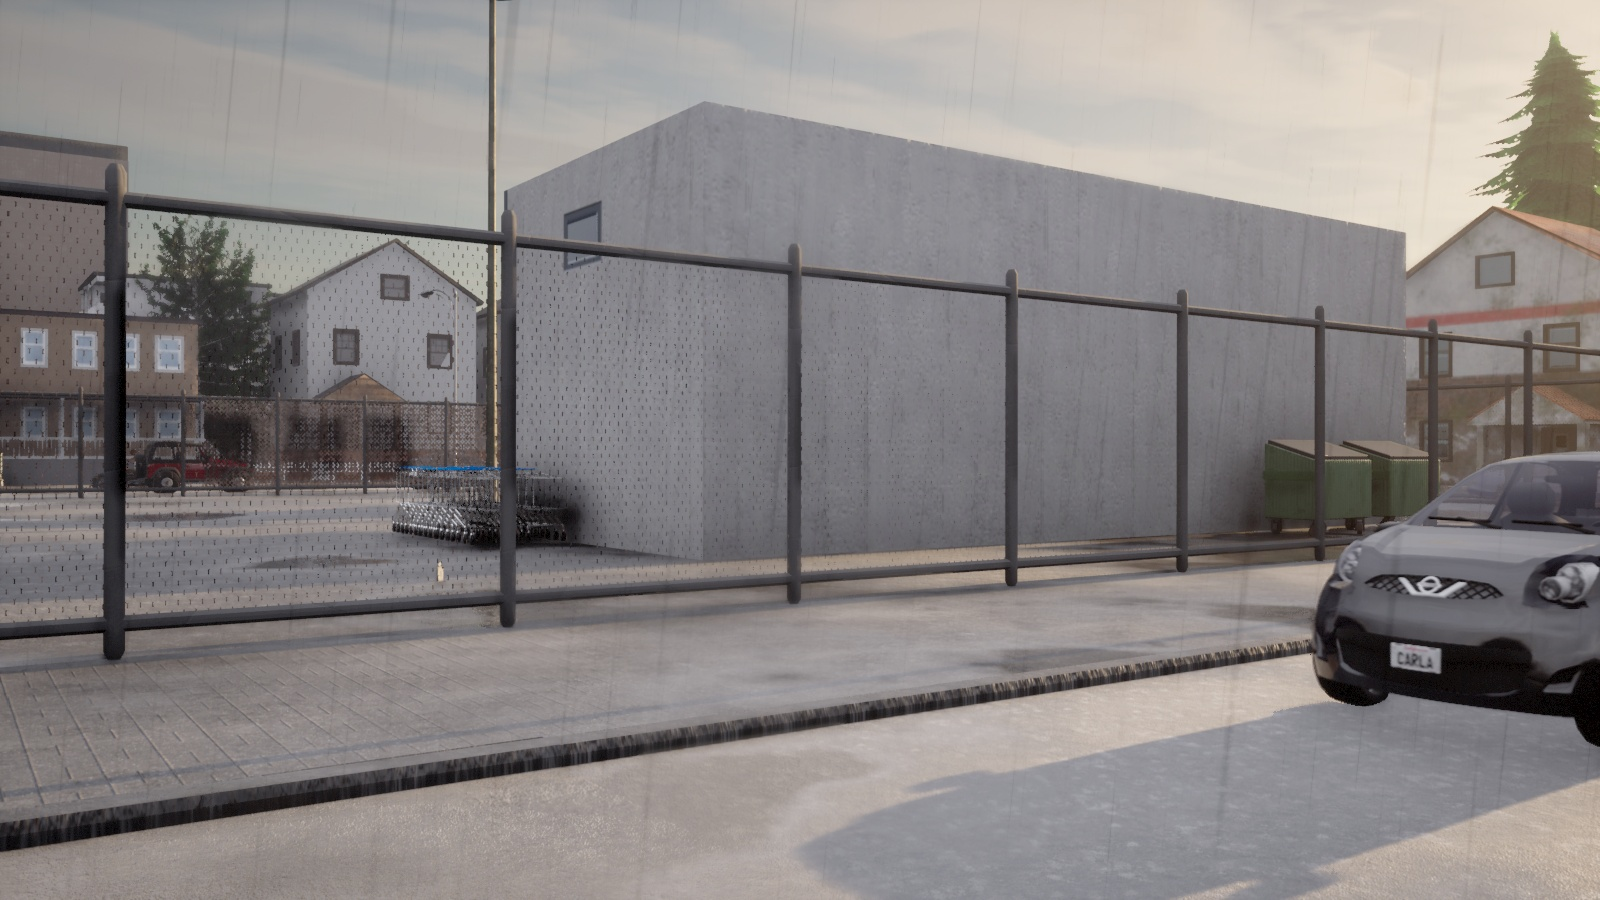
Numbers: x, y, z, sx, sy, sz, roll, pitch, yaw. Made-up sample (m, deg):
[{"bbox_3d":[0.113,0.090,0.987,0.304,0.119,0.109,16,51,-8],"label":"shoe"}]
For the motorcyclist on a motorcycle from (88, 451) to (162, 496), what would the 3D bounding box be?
[{"bbox_3d":[-25.170,0.863,46.835,2.350,1.649,0.766,0,0,-35],"label":"motorcyclist on a motorcycle"}]

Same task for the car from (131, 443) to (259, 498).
[{"bbox_3d":[-21.459,0.695,44.568,3.866,1.878,1.905,0,0,-34],"label":"car"}]

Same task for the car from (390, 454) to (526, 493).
[{"bbox_3d":[-13.605,0.901,50.073,4.892,1.490,1.837,0,0,-33],"label":"car"}]

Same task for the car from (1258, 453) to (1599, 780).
[{"bbox_3d":[4.658,0.768,7.510,3.633,1.501,1.845,0,0,-35],"label":"car"}]
